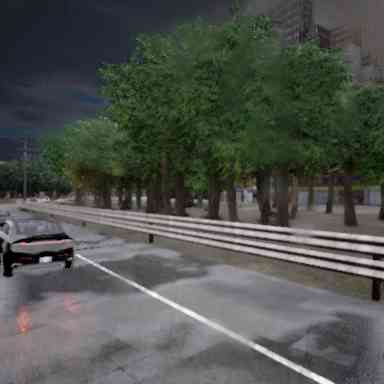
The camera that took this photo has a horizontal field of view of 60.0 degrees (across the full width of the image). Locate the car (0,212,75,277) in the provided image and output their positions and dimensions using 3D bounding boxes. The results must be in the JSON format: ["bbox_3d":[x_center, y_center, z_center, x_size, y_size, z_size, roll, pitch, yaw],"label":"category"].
[{"bbox_3d":[-5.271,1.598,10.831,2.128,1.511,4.902,0,-1,-35],"label":"car"}]

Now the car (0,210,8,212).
[{"bbox_3d":[-13.062,1.816,22.025,1.895,1.301,4.718,0,-1,-35],"label":"car"}]
